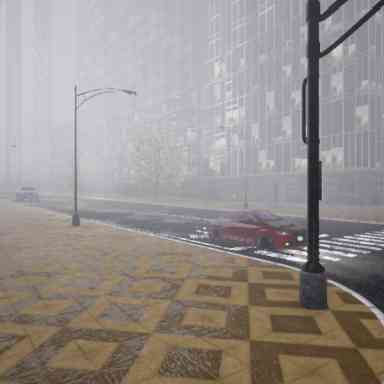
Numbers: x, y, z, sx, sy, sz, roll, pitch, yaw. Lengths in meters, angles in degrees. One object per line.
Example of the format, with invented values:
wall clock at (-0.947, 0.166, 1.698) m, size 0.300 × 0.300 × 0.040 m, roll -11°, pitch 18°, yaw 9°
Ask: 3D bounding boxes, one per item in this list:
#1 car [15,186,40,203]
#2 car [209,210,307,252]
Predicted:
car at (-22.605, 0.218, 45.540) m, size 2.150 × 2.045 × 5.566 m, roll 0°, pitch 1°, yaw -38°
car at (2.595, 1.415, 13.313) m, size 1.994 × 1.385 × 4.181 m, roll 0°, pitch 1°, yaw -38°
